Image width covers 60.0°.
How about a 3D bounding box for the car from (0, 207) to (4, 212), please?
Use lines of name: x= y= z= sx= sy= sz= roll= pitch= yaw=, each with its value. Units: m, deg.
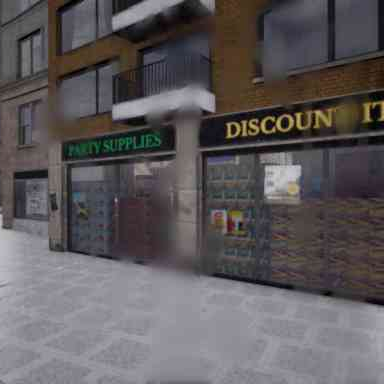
car: x=-15.990 y=1.362 z=32.419 sx=1.752 sy=1.417 sz=4.829 roll=0 pitch=1 yaw=36
